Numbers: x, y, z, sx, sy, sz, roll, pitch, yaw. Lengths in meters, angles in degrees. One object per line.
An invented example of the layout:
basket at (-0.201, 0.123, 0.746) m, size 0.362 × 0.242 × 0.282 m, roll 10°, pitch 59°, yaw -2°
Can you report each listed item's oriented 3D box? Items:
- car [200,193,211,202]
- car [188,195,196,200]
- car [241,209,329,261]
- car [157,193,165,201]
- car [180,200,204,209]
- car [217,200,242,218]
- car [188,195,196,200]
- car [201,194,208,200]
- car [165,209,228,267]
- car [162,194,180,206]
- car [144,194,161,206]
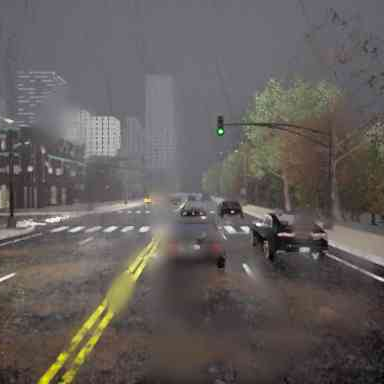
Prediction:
car at (3.210, 1.207, 74.970) m, size 2.150 × 2.045 × 5.566 m, roll 0°, pitch 0°, yaw 0°
car at (-0.040, 1.459, 74.937) m, size 1.882 × 1.535 × 5.008 m, roll 0°, pitch 0°, yaw 0°
car at (3.341, 1.491, 12.236) m, size 2.128 × 1.511 × 4.902 m, roll 0°, pitch 0°, yaw 0°
car at (-6.535, 1.216, 69.476) m, size 2.150 × 2.045 × 5.566 m, roll 0°, pitch 0°, yaw 0°
car at (0.088, 1.601, 26.501) m, size 1.895 × 1.301 × 4.718 m, roll 0°, pitch 0°, yaw 0°
car at (3.335, 1.477, 29.892) m, size 1.882 × 1.535 × 5.008 m, roll 0°, pitch 0°, yaw 0°
car at (-0.045, 1.371, 85.356) m, size 1.994 × 1.385 × 4.181 m, roll 0°, pitch 0°, yaw 0°
car at (3.205, 1.343, 85.358) m, size 1.812 × 1.442 × 4.674 m, roll 0°, pitch 0°, yaw 0°
car at (0.094, 1.548, 11.405) m, size 2.033 × 1.411 × 5.357 m, roll 0°, pitch 0°, yaw 0°
car at (-3.344, 1.472, 53.972) m, size 1.882 × 1.535 × 5.008 m, roll 0°, pitch 0°, yaw 0°
car at (-6.595, 1.472, 53.959) m, size 1.882 × 1.535 × 5.008 m, roll 0°, pitch 0°, yaw 0°
